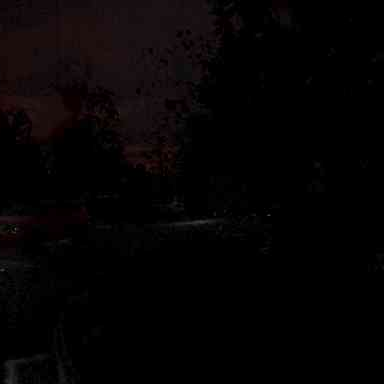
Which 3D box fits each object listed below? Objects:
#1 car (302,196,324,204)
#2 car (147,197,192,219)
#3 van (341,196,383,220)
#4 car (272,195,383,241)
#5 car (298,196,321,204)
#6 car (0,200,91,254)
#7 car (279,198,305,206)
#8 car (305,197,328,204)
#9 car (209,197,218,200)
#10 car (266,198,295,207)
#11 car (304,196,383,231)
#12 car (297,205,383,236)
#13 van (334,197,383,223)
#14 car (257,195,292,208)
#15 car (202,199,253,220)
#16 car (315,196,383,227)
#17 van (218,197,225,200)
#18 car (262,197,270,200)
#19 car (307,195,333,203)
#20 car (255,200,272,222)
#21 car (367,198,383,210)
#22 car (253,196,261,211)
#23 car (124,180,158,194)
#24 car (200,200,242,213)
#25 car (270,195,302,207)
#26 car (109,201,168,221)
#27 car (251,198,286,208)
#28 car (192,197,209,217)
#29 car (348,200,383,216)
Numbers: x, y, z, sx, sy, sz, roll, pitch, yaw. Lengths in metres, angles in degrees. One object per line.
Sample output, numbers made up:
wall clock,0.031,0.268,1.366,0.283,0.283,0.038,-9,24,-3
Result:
car,27.889,1.808,76.558,4.553,1.767,2.185,-1,-1,15
car,-3.309,1.515,31.961,5.566,2.045,2.435,-1,-1,15
van,15.714,1.407,29.370,4.442,1.987,1.878,0,0,15
car,7.158,1.332,17.269,5.566,2.045,2.435,0,0,15
car,26.100,1.800,74.101,4.553,1.767,2.185,-1,-1,15
car,-6.682,1.380,14.732,2.150,2.045,5.566,0,-1,14
car,19.243,1.917,64.168,4.792,1.488,2.163,-1,-1,15
car,29.587,1.944,79.048,4.892,1.521,2.231,-1,-1,15
car,0.150,1.661,36.934,4.553,1.767,2.185,-1,-1,15
car,15.759,1.871,59.204,4.892,1.521,2.231,-1,-1,15
car,10.489,1.351,22.119,5.566,2.045,2.435,0,0,15
car,8.796,1.622,19.682,4.792,1.488,2.163,0,0,15
van,14.019,1.397,26.944,4.442,1.987,1.878,0,0,15
car,14.049,1.609,56.732,5.566,2.045,2.435,-1,-1,15
car,3.440,1.726,31.352,2.128,1.511,4.902,-1,-1,35
car,12.184,1.361,24.545,5.566,2.045,2.435,0,0,15
van,1.795,1.572,39.424,4.442,1.987,1.878,-1,-1,15
car,8.863,1.863,49.296,4.792,1.488,2.163,-1,-1,15
car,31.290,1.701,81.524,5.566,2.045,2.435,-1,-1,15
car,7.401,1.660,27.952,1.882,1.535,5.008,-1,-1,35
car,27.634,1.694,46.341,5.366,1.575,1.946,0,0,15
car,7.128,1.698,46.820,4.553,1.767,2.185,-1,-1,15
car,-6.100,-0.670,40.137,2.128,1.511,4.902,-1,4,35
car,3.637,1.807,41.878,4.892,1.521,2.231,-1,-1,15
car,17.448,1.629,61.710,5.566,2.045,2.435,-1,-1,15
car,-5.034,1.786,29.476,4.792,1.488,2.163,-1,-1,15
car,12.473,1.845,54.218,5.366,1.575,1.946,-1,-1,15
car,-1.524,1.524,34.447,5.566,2.045,2.435,-1,-1,15
car,18.982,1.652,34.243,4.892,1.521,2.231,0,0,15
